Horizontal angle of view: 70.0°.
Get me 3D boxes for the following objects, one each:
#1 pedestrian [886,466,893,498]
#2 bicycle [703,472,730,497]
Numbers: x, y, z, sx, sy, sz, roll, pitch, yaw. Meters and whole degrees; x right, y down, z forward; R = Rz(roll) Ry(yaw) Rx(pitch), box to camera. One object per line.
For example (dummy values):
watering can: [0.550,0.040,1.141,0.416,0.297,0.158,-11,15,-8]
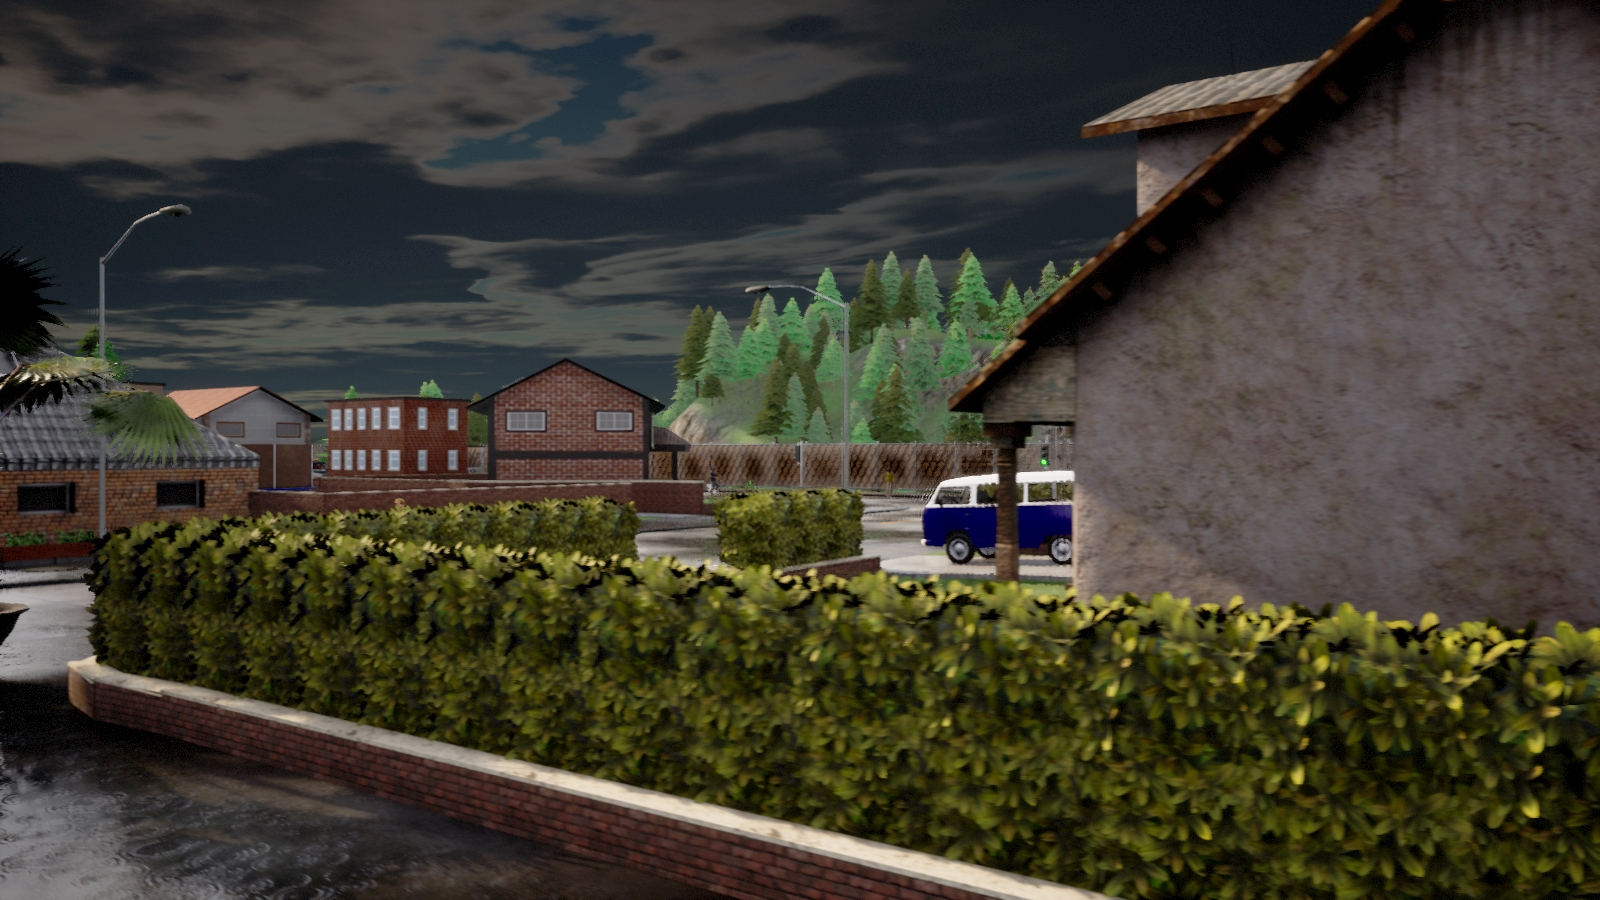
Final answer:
pedestrian: [5.156,1.849,65.908,0.375,1.860,0.375,0,0,15]
bicycle: [-5.015,2.061,68.392,1.835,1.471,0.329,0,0,35]
